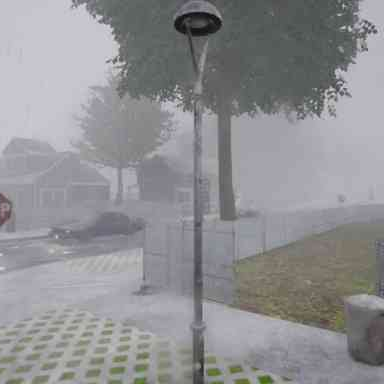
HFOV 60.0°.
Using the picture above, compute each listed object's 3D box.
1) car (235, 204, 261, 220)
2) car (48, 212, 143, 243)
[{"bbox_3d":[5.048,1.908,31.825,1.812,1.442,4.674,0,0,36],"label":"car"},{"bbox_3d":[-4.943,1.789,18.145,2.033,1.411,5.357,0,0,36],"label":"car"}]
